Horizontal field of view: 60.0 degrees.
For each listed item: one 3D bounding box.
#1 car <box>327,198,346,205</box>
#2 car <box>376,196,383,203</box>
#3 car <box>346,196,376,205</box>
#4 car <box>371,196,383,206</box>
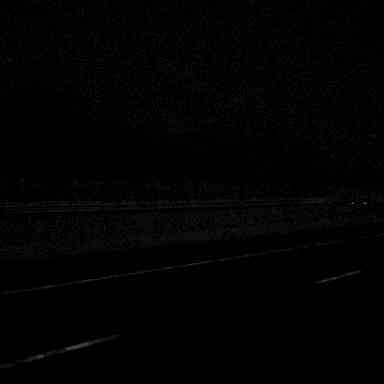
[{"bbox_3d":[19.726,1.478,43.813,4.902,1.511,2.128,0,0,-35],"label":"car"},{"bbox_3d":[23.404,1.463,37.850,5.008,1.535,1.882,0,0,-35],"label":"car"},{"bbox_3d":[21.474,1.337,40.768,4.553,1.767,2.097,0,0,-35],"label":"car"},{"bbox_3d":[32.457,1.497,56.326,4.902,1.511,2.128,0,0,-38],"label":"car"}]
